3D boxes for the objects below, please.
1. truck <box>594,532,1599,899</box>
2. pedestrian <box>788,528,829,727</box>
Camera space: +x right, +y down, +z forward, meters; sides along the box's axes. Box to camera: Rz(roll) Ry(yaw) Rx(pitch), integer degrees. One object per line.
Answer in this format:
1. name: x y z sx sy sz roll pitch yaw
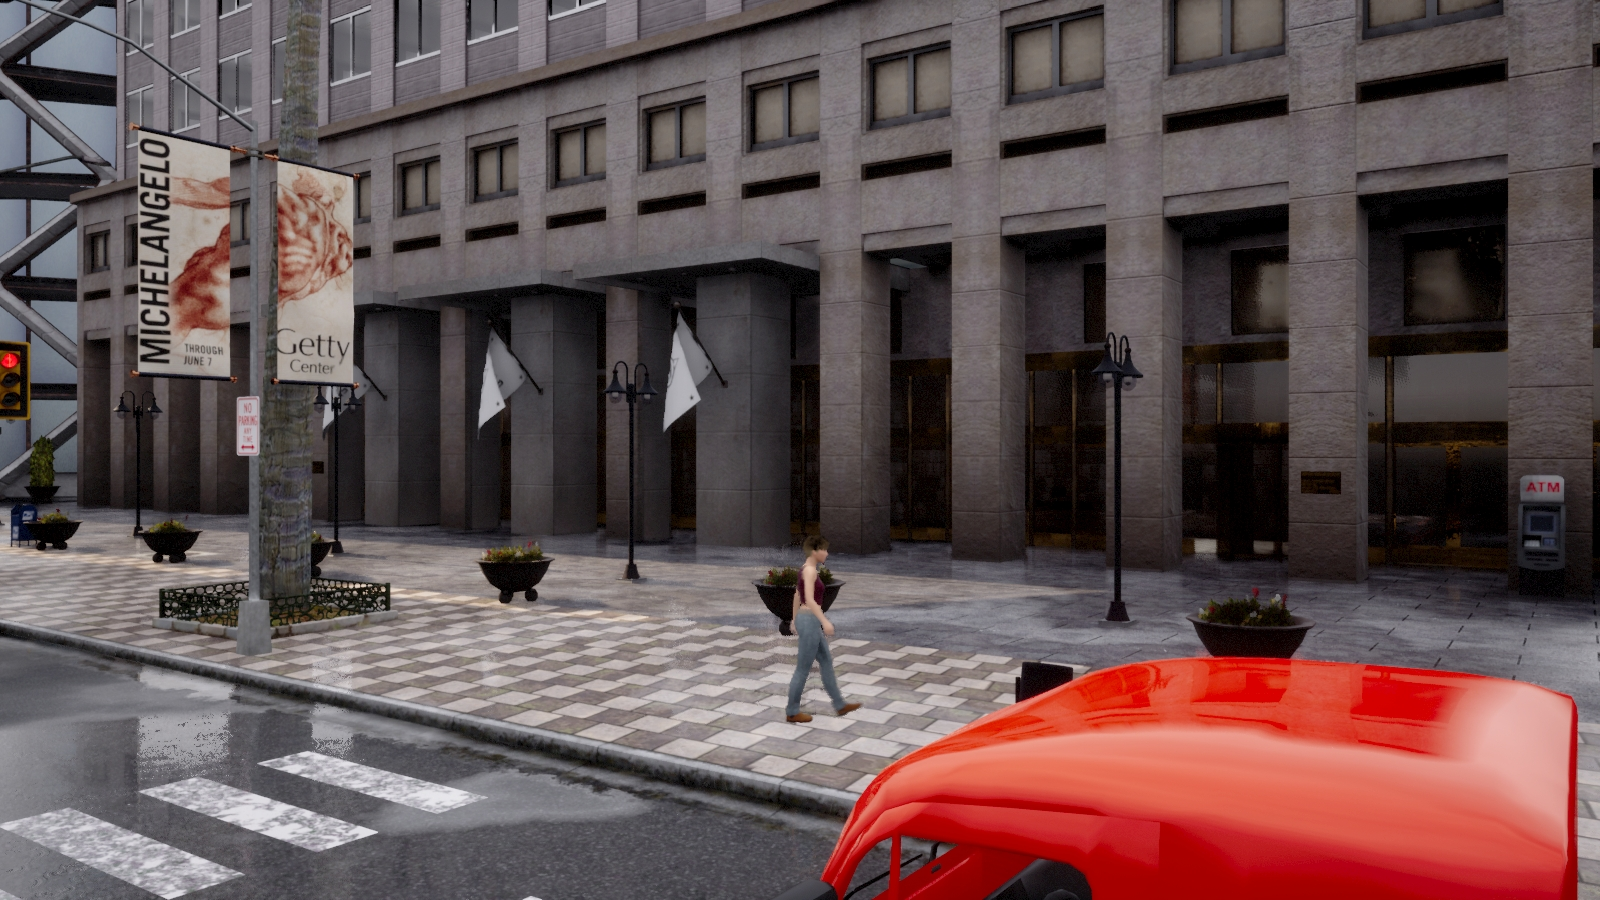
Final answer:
1. truck: 2.439 1.568 2.094 5.204 2.467 2.627 0 0 35
2. pedestrian: 0.075 1.694 11.038 0.375 1.860 0.375 0 0 -3
